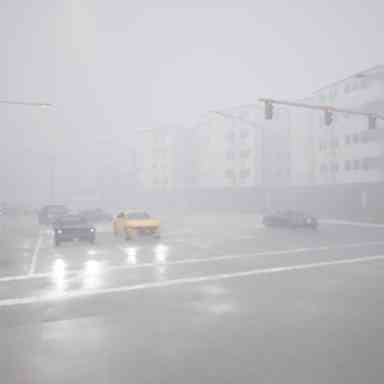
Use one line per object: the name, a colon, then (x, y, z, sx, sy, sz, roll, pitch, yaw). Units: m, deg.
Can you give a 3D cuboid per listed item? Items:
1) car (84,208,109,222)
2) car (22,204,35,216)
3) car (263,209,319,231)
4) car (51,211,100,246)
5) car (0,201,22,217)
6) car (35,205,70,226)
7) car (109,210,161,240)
car: (-8.887, 2.154, 30.714, 1.895, 1.301, 4.718, 0, -1, -34)
car: (-21.932, 2.357, 43.698, 5.008, 1.535, 1.882, -1, -1, 32)
car: (6.720, 1.861, 23.083, 1.994, 1.385, 4.181, 0, -1, -23)
car: (-6.269, 1.945, 17.588, 1.895, 1.301, 4.718, 0, -1, -23)
car: (-23.769, 2.116, 40.722, 5.566, 2.045, 2.150, -1, -1, 32)
car: (-11.651, 1.900, 28.403, 2.097, 1.767, 4.553, 0, -1, -34)
car: (-3.289, 1.818, 19.422, 1.882, 1.535, 5.008, 0, -1, -24)
